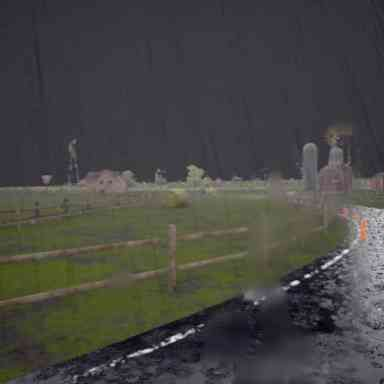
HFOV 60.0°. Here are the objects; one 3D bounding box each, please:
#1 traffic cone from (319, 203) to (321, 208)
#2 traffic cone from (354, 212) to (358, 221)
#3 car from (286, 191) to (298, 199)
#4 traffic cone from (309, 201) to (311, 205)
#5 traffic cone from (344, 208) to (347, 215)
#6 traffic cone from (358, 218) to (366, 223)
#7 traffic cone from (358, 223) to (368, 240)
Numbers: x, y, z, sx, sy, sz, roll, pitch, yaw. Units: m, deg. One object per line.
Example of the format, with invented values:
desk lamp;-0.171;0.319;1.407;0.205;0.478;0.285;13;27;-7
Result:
traffic cone;14.317;1.527;37.353;0.340;0.580;0.340;-1;1;7
traffic cone;11.489;1.699;23.165;0.340;0.580;0.340;0;0;19
car;20.311;0.607;68.245;2.128;1.511;4.902;-1;1;5
traffic cone;14.966;1.461;42.310;0.340;0.580;0.340;-1;1;7
traffic cone;12.808;1.646;27.728;0.340;0.580;0.340;-1;1;13
traffic cone;9.720;1.751;18.755;0.340;0.580;0.340;0;0;25
traffic cone;7.502;1.800;14.586;0.340;0.580;0.340;0;1;32
